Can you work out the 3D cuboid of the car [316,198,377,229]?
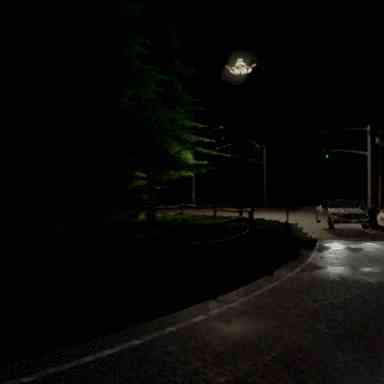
[{"bbox_3d":[7.898,1.064,17.839,1.812,1.442,4.674,0,0,9],"label":"car"}]

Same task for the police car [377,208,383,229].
[{"bbox_3d":[11.014,1.370,17.468,2.038,1.542,4.974,0,0,9],"label":"police car"}]
